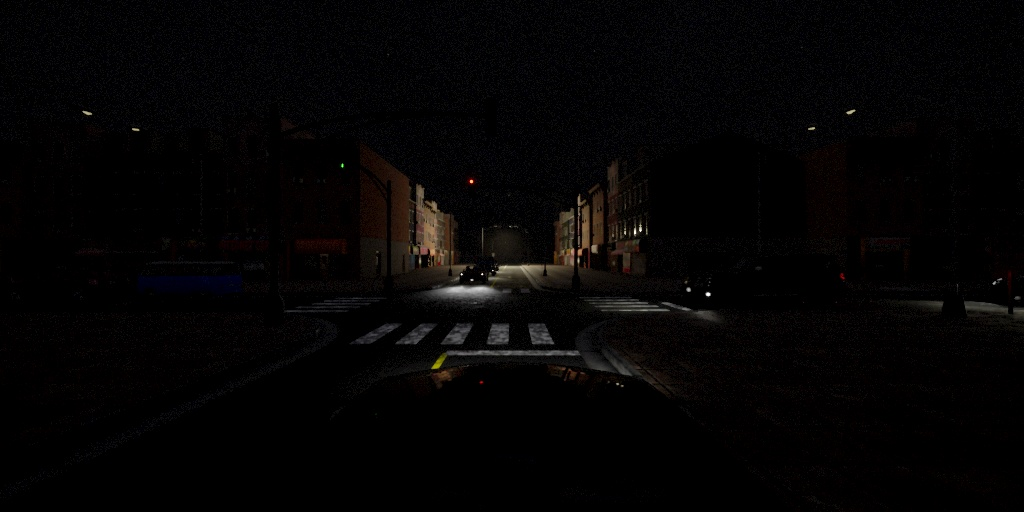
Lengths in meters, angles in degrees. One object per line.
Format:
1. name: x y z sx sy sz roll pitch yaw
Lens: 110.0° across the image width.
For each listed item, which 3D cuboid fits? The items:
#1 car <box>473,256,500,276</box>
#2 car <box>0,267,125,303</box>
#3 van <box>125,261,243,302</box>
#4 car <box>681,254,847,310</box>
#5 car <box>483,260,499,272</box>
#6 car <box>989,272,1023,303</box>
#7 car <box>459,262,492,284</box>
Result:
1. car: -2.788 0.994 37.812 2.150 2.045 5.566 0 0 0
2. car: -20.193 1.239 16.406 4.097 1.591 1.967 0 0 0
3. van: -14.718 1.124 16.423 3.998 1.789 1.690 0 0 0
4. car: 9.647 0.940 13.958 5.566 2.045 2.150 0 0 0
5. car: -2.756 1.286 48.613 1.837 1.490 4.892 0 0 0
6. car: 21.902 1.048 13.991 4.553 1.767 2.097 0 0 0
7. car: -2.805 1.365 27.313 1.895 1.301 4.718 0 0 0
